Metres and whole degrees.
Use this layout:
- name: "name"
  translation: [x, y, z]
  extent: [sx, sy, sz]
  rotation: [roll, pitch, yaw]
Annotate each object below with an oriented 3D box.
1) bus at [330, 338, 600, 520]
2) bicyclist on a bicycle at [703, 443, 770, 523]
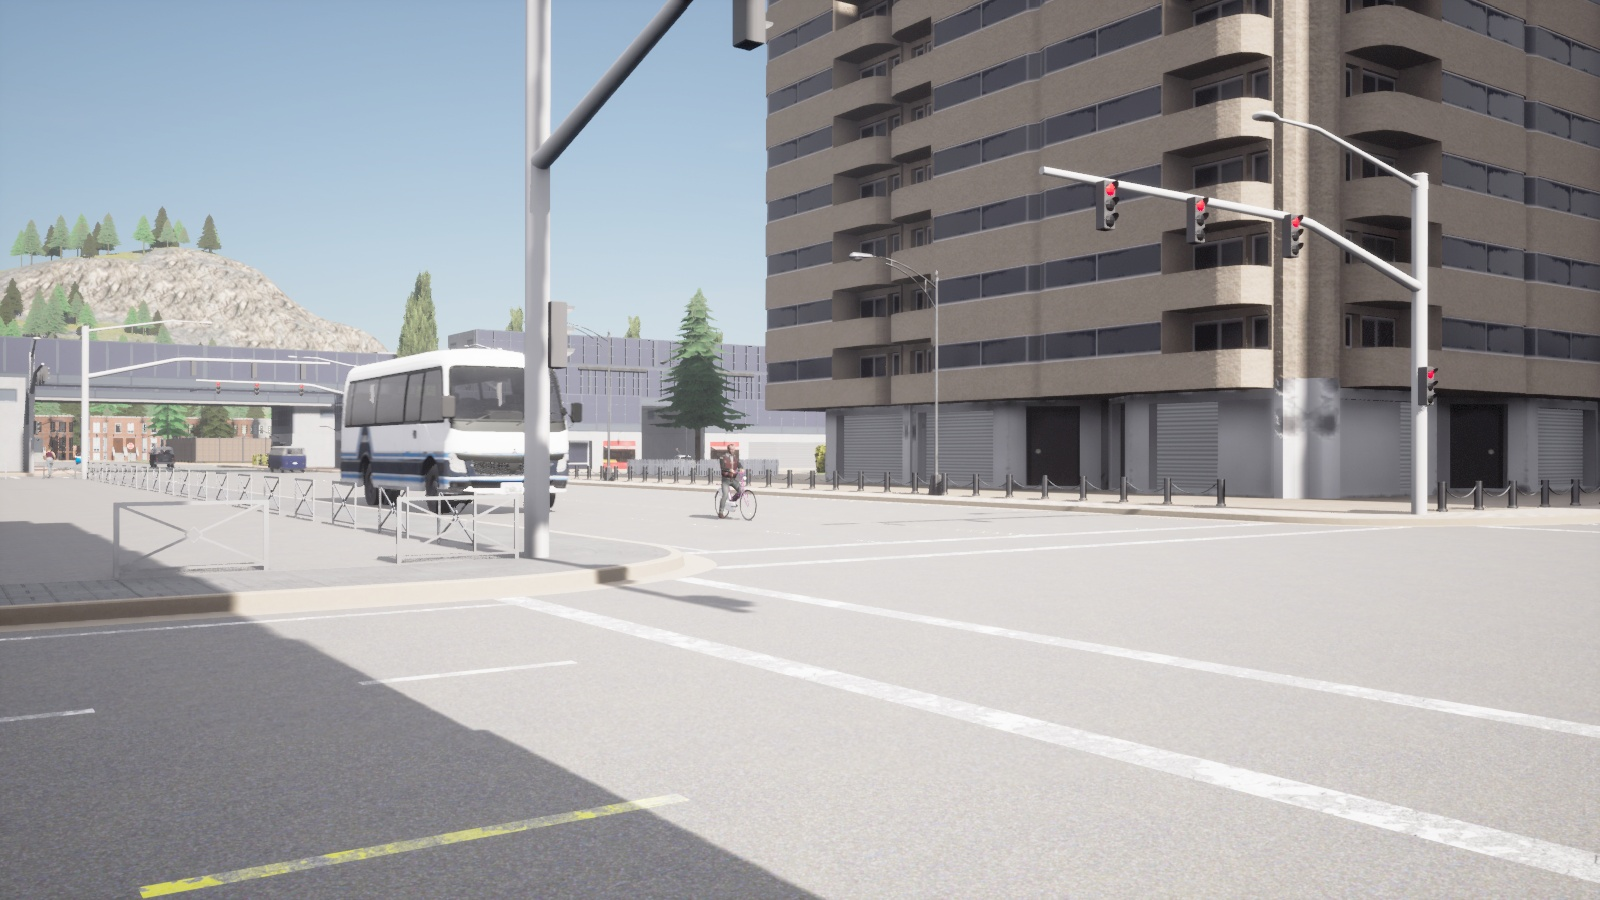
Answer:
- name: "bus"
  translation: [-9.565, -0.471, 34.588]
  extent: [3.944, 4.253, 10.273]
  rotation: [0, 0, -35]
- name: "bicyclist on a bicycle"
  translation: [-1.488, 0.745, 29.055]
  extent: [0.659, 1.776, 1.843]
  rotation: [0, 0, -35]
